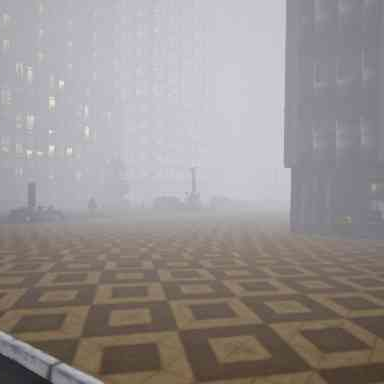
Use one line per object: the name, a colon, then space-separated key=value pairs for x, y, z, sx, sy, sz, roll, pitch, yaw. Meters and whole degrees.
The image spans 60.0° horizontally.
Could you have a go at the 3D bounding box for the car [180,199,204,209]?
car: x=0.019 y=2.046 z=57.829 sx=1.812 sy=1.442 sz=4.674 roll=1 pitch=0 yaw=35

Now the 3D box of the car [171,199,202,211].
car: x=-0.464 y=2.056 z=47.174 sx=1.947 sy=1.339 sz=4.313 roll=0 pitch=0 yaw=35

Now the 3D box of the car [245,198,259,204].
car: x=15.187 y=2.301 z=84.392 sx=1.947 sy=1.339 sz=4.313 roll=0 pitch=0 yaw=35

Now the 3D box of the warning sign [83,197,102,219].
warning sign: x=-9.107 y=1.461 z=30.524 sx=1.300 sy=1.860 sz=1.060 roll=2 pitch=1 yaw=35

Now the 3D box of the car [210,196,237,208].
car: x=5.358 y=1.842 z=60.247 sx=2.150 sy=2.045 sz=5.566 roll=1 pitch=0 yaw=35

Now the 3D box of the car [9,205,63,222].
car: x=-13.234 y=1.819 z=28.567 sx=2.008 sy=1.369 sz=4.403 roll=0 pitch=0 yaw=35

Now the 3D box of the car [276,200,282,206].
car: x=18.851 y=2.386 z=74.978 sx=1.947 sy=1.339 sz=4.313 roll=0 pitch=0 yaw=35

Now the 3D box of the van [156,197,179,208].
van: x=-4.121 y=1.748 z=56.597 sx=1.690 sy=1.788 sz=3.998 roll=0 pitch=0 yaw=35

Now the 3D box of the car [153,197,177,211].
car: x=-3.201 y=1.695 z=47.928 sx=2.150 sy=2.045 sz=5.566 roll=1 pitch=0 yaw=35

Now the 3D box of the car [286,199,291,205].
car: x=25.290 y=2.495 z=84.246 sx=1.947 sy=1.339 sz=4.313 roll=0 pitch=0 yaw=35

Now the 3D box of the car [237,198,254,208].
car: x=9.193 y=2.222 z=61.076 sx=1.947 sy=1.339 sz=4.313 roll=0 pitch=0 yaw=35

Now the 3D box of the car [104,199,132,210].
car: x=-10.558 y=1.736 z=47.330 sx=1.967 sy=1.590 sz=4.097 roll=0 pitch=0 yaw=35

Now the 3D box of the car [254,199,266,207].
car: x=12.412 y=2.292 z=65.710 sx=1.802 sy=1.307 sz=4.206 roll=0 pitch=0 yaw=35

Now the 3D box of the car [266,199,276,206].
car: x=15.633 y=2.205 z=70.344 sx=1.967 sy=1.590 sz=4.097 roll=0 pitch=0 yaw=35

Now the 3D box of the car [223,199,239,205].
car: x=8.751 y=2.208 z=75.127 sx=1.802 sy=1.307 sz=4.206 roll=0 pitch=0 yaw=35
